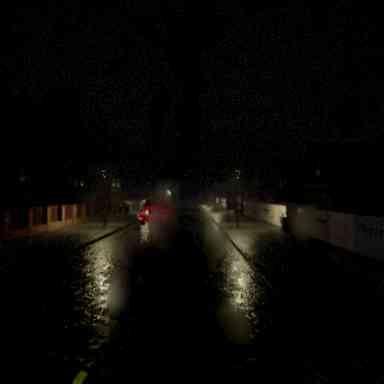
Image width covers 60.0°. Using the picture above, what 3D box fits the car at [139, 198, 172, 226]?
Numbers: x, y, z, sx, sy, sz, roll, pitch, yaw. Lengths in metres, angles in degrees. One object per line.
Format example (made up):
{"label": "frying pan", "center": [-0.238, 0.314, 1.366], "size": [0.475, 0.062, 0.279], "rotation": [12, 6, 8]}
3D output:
{"label": "car", "center": [-2.756, 1.494, 26.390], "size": [2.150, 2.045, 5.566], "rotation": [0, -1, 0]}
